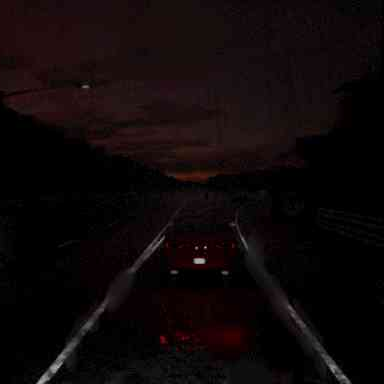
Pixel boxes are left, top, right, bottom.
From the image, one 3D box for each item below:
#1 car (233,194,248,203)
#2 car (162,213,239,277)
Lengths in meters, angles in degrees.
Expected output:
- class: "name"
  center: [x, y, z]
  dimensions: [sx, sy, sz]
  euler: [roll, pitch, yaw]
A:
- class: "car"
  center: [7.869, 0.963, 54.123]
  dimensions: [2.033, 1.411, 5.357]
  euler: [0, 1, 17]
- class: "car"
  center: [0.283, 1.367, 9.926]
  dimensions: [1.882, 1.535, 5.008]
  euler: [0, 1, 3]
